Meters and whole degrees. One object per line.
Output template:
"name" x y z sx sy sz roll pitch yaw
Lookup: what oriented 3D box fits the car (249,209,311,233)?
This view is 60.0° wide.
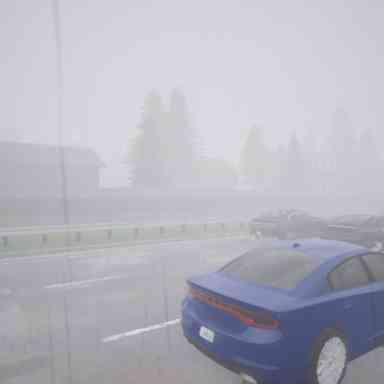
"car" 4.879 1.574 15.826 4.902 1.511 2.128 0 0 -36

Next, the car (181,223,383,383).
"car" 2.188 1.507 5.308 5.008 1.535 1.882 0 0 -36

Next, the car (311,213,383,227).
"car" 7.058 1.590 13.081 4.892 1.490 1.837 0 0 -36
